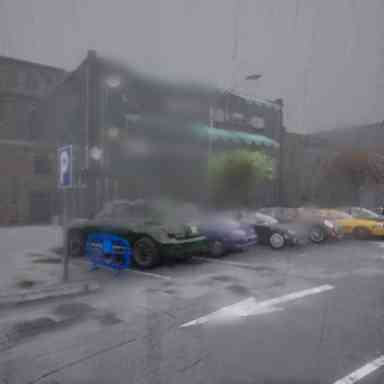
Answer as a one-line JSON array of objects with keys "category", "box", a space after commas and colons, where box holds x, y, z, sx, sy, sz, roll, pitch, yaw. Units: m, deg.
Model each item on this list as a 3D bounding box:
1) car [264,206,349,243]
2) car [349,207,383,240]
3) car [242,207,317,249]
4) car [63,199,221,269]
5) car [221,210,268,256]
[{"category": "car", "box": [5.128, 1.496, 16.797, 4.553, 1.767, 2.185, -1, -2, 35]}, {"category": "car", "box": [7.720, 1.645, 18.390, 5.366, 1.575, 1.946, -1, -1, 35]}, {"category": "car", "box": [2.737, 1.594, 15.065, 4.892, 1.521, 2.231, -1, -1, 35]}, {"category": "car", "box": [-2.109, 1.284, 11.647, 5.566, 2.045, 2.435, -1, -1, 35]}, {"category": "car", "box": [0.329, 1.604, 13.347, 4.674, 1.452, 2.002, -1, -1, 35]}]
